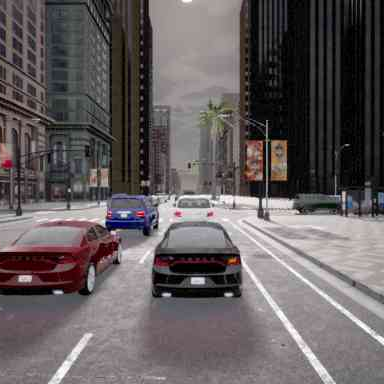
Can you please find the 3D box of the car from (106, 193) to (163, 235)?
[{"bbox_3d":[-3.184,1.221,18.592,2.150,2.045,5.566,0,0,2],"label":"car"}]

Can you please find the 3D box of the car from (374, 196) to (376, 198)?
[{"bbox_3d":[23.993,1.197,37.094,5.566,2.045,2.150,0,0,0],"label":"car"}]

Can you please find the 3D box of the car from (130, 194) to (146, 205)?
[{"bbox_3d":[-9.834,1.355,61.182,2.097,1.767,4.553,0,0,0],"label":"car"}]

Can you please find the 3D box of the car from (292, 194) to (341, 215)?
[{"bbox_3d":[13.079,1.215,33.866,5.566,2.045,2.150,0,0,0],"label":"car"}]

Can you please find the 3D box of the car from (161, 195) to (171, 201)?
[{"bbox_3d":[-6.523,1.518,84.749,2.128,1.511,4.902,0,0,0],"label":"car"}]

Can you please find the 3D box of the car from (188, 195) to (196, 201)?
[{"bbox_3d":[-0.022,1.505,83.199,1.837,1.490,4.892,0,0,0],"label":"car"}]

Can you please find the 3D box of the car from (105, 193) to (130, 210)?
[{"bbox_3d":[-9.857,1.224,44.423,2.150,2.045,5.566,0,0,0],"label":"car"}]

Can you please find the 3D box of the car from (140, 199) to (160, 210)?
[{"bbox_3d":[-5.482,1.602,43.176,1.895,1.301,4.718,0,0,-15],"label":"car"}]

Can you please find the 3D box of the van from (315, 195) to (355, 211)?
[{"bbox_3d":[17.055,1.314,39.756,3.998,1.788,1.690,0,0,0],"label":"van"}]

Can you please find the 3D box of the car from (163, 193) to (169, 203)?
[{"bbox_3d":[-6.519,1.229,69.945,2.150,2.045,5.566,0,0,0],"label":"car"}]

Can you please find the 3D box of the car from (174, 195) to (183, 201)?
[{"bbox_3d":[-3.272,1.496,81.605,1.837,1.490,4.892,0,0,0],"label":"car"}]

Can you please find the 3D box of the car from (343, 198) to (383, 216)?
[{"bbox_3d":[17.062,1.548,31.232,4.403,1.369,2.008,0,0,0],"label":"car"}]

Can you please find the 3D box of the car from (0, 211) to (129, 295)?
[{"bbox_3d":[-3.152,1.477,8.727,1.882,1.535,5.008,0,0,0],"label":"car"}]

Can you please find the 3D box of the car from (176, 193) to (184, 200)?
[{"bbox_3d":[-3.274,1.194,91.995,2.097,1.767,4.553,0,0,0],"label":"car"}]

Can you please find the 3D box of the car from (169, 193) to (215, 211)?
[{"bbox_3d":[0.097,1.221,18.533,2.150,2.045,5.566,0,0,0],"label":"car"}]

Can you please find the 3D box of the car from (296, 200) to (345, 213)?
[{"bbox_3d":[14.235,1.583,37.093,4.718,1.301,1.895,0,0,0],"label":"car"}]

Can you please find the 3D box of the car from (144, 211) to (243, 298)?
[{"bbox_3d":[0.097,1.477,8.573,1.882,1.535,5.008,0,0,0],"label":"car"}]

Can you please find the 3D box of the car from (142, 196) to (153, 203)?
[{"bbox_3d":[-9.770,1.528,73.174,1.812,1.442,4.674,0,0,0],"label":"car"}]

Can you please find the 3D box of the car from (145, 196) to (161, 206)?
[{"bbox_3d":[-6.602,1.494,56.280,2.128,1.511,4.902,0,0,0],"label":"car"}]
